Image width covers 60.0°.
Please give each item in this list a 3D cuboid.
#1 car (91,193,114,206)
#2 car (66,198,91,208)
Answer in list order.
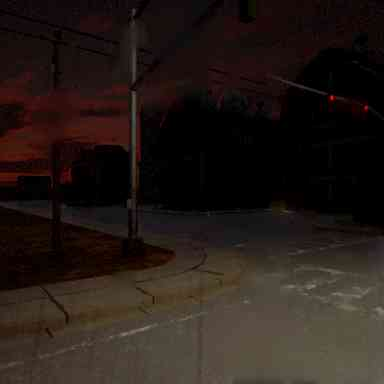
[{"bbox_3d":[-13.764,1.118,50.617,3.866,1.878,1.905,-2,5,11],"label":"car"},{"bbox_3d":[-16.440,1.490,47.381,1.994,1.385,4.181,-1,0,-36],"label":"car"}]
